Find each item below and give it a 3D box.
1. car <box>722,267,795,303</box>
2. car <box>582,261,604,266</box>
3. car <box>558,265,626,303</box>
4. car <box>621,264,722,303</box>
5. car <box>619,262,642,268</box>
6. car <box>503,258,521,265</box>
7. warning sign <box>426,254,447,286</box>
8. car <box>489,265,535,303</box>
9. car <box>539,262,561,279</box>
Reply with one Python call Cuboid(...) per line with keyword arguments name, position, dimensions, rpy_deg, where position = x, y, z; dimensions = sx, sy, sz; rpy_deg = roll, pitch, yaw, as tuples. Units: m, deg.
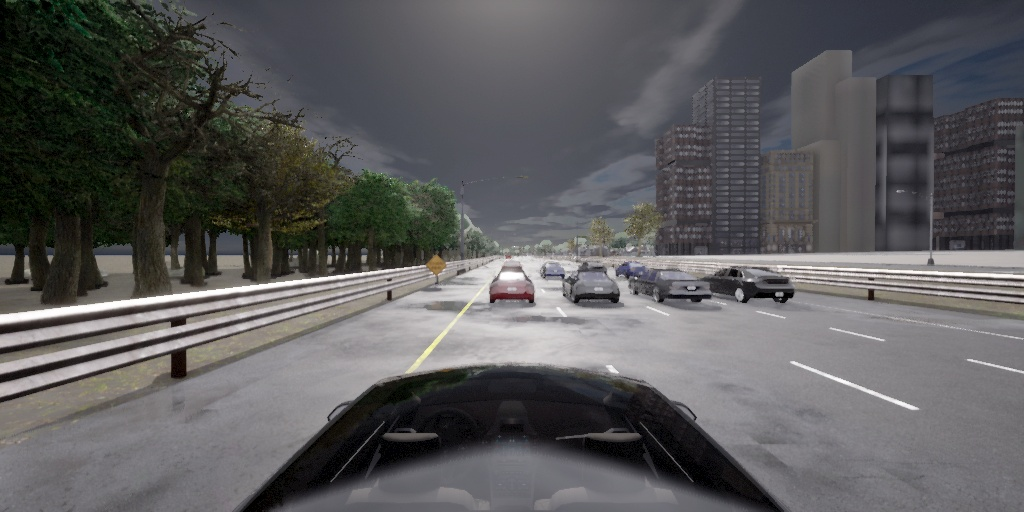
Cuboid(name="car", position=(10.500, 1.246, 16.499), dimensions=(1.837, 1.490, 4.892), rpy_deg=(0, 0, 0))
Cuboid(name="car", position=(7.000, 1.196, 31.498), dimensions=(1.837, 1.490, 4.892), rpy_deg=(0, 0, 0))
Cuboid(name="car", position=(3.500, 1.303, 16.499), dimensions=(1.994, 1.385, 4.181), rpy_deg=(0, 0, 0))
Cuboid(name="car", position=(7.000, 1.293, 16.499), dimensions=(2.033, 1.411, 5.357), rpy_deg=(0, 0, 0))
Cuboid(name="car", position=(10.500, 1.212, 31.498), dimensions=(1.812, 1.442, 4.674), rpy_deg=(0, 0, 0))
Cuboid(name="car", position=(0.000, 1.164, 31.498), dimensions=(1.882, 1.535, 5.008), rpy_deg=(0, 0, 0))
Cuboid(name="warning sign", position=(-4.550, 0.832, 21.602), dimensions=(1.300, 1.860, 1.060), rpy_deg=(0, 0, 0))
Cuboid(name="car", position=(0.000, 1.303, 16.499), dimensions=(1.994, 1.385, 4.181), rpy_deg=(0, 0, 0))
Cuboid(name="car", position=(3.500, 1.242, 31.498), dimensions=(2.033, 1.411, 5.357), rpy_deg=(0, 0, 0))
